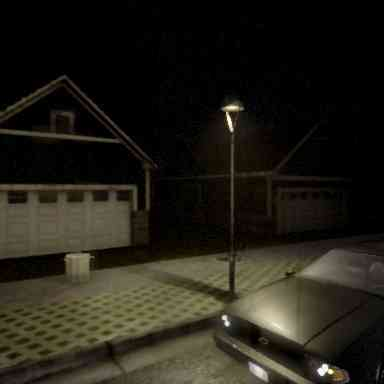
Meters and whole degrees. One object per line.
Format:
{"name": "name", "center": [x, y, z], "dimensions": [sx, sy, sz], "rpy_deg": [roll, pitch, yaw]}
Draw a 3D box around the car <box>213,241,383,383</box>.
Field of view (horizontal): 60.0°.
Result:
{"name": "car", "center": [2.913, 1.515, 5.016], "dimensions": [5.357, 1.411, 2.033], "rpy_deg": [0, 1, -34]}
